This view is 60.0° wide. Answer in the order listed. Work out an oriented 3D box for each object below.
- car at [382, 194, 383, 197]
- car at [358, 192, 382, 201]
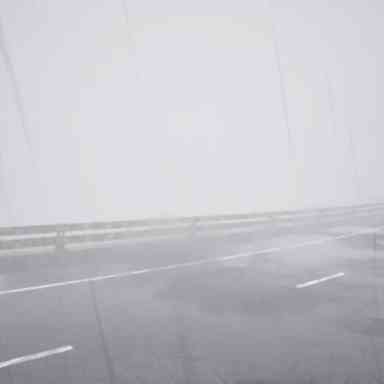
[{"bbox_3d":[44.905,1.281,77.091,1.882,1.535,5.008,0,0,8],"label":"car"},{"bbox_3d":[41.458,1.030,77.690,2.150,2.045,5.566,0,0,8],"label":"car"}]
